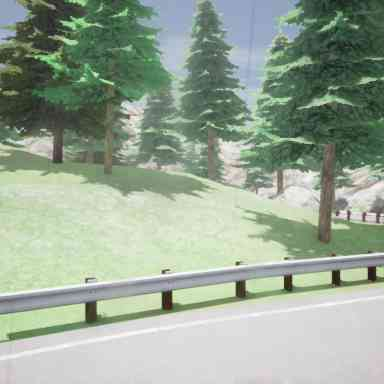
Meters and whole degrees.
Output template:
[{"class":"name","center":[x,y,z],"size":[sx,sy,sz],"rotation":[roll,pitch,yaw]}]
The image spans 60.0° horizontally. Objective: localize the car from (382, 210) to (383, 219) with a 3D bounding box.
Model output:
[{"class":"car","center":[16.073,1.367,23.645],"size":[2.097,1.767,4.553],"rotation":[0,0,-20]}]
